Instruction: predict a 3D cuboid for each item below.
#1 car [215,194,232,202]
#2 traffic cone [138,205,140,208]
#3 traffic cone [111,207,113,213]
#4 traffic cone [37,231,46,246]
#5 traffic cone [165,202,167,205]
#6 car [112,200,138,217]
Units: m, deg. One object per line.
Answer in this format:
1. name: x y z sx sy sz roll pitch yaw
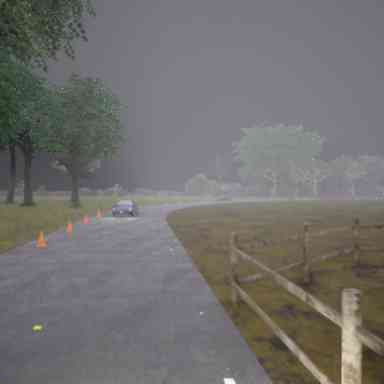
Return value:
1. car: 6.843 1.281 71.540 2.128 1.511 4.902 0 0 39
2. traffic cone: -7.036 1.803 44.201 0.340 0.580 0.340 0 0 11
3. traffic cone: -8.120 1.831 33.860 0.340 0.580 0.340 0 0 1
4. traffic cone: -6.141 1.900 13.591 0.340 0.580 0.340 0 0 -8
5. traffic cone: -4.265 1.780 54.223 0.340 0.580 0.340 0 0 20
6. car: -5.984 1.428 30.160 1.812 1.442 4.674 0 0 -2
